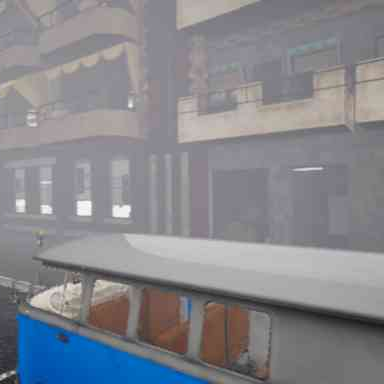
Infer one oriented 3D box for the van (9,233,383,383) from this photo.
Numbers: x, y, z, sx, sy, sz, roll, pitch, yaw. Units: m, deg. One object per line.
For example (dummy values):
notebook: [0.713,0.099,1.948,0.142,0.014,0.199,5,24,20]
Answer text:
van: [0.145,1.329,2.803,3.998,1.788,1.690,-1,0,34]
